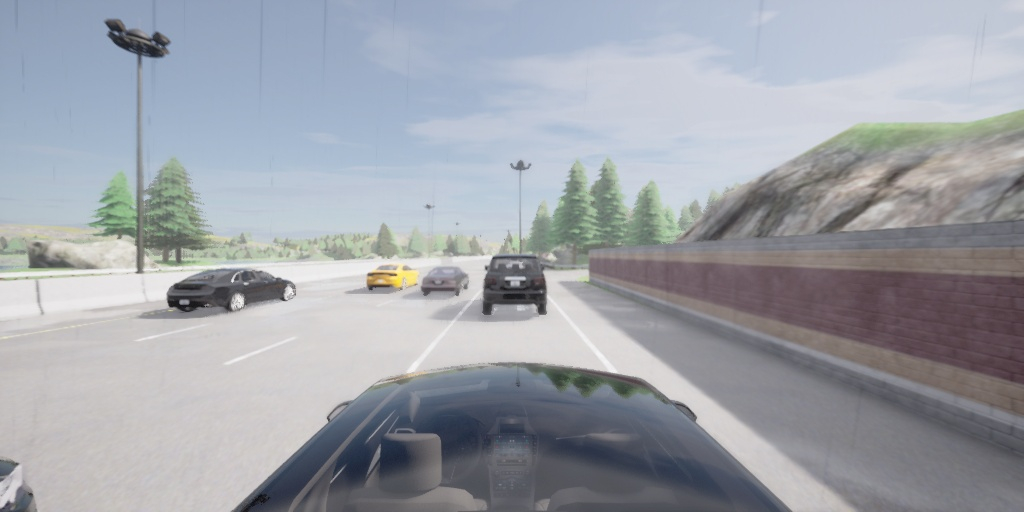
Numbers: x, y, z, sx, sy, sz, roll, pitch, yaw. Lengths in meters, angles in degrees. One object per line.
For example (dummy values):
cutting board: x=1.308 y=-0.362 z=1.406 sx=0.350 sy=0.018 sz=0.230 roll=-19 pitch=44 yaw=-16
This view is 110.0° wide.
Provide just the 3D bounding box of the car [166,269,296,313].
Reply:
car: x=-10.404 y=1.216 z=13.806 sx=1.837 sy=1.490 sz=4.892 roll=0 pitch=0 yaw=0

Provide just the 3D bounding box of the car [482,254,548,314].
car: x=0.098 y=0.933 z=13.710 sx=2.150 sy=2.045 sz=5.566 roll=0 pitch=0 yaw=0

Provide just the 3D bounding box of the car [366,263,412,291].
car: x=-6.904 y=1.165 z=21.281 sx=1.882 sy=1.535 sz=5.008 roll=0 pitch=0 yaw=0

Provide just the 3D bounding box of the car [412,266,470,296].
car: x=-3.402 y=1.242 z=19.003 sx=2.033 sy=1.411 sz=5.357 roll=0 pitch=0 yaw=0
